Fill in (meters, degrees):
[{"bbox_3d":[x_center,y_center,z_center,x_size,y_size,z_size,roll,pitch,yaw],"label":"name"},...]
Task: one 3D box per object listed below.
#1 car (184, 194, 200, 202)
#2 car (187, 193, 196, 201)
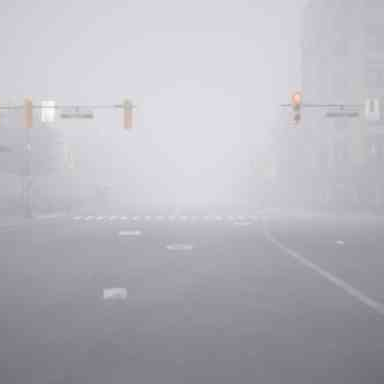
[{"bbox_3d":[0.010,1.412,68.833,2.033,1.411,5.357,0,0,0],"label":"car"},{"bbox_3d":[0.011,1.172,79.213,2.097,1.767,4.553,0,0,1],"label":"car"}]
